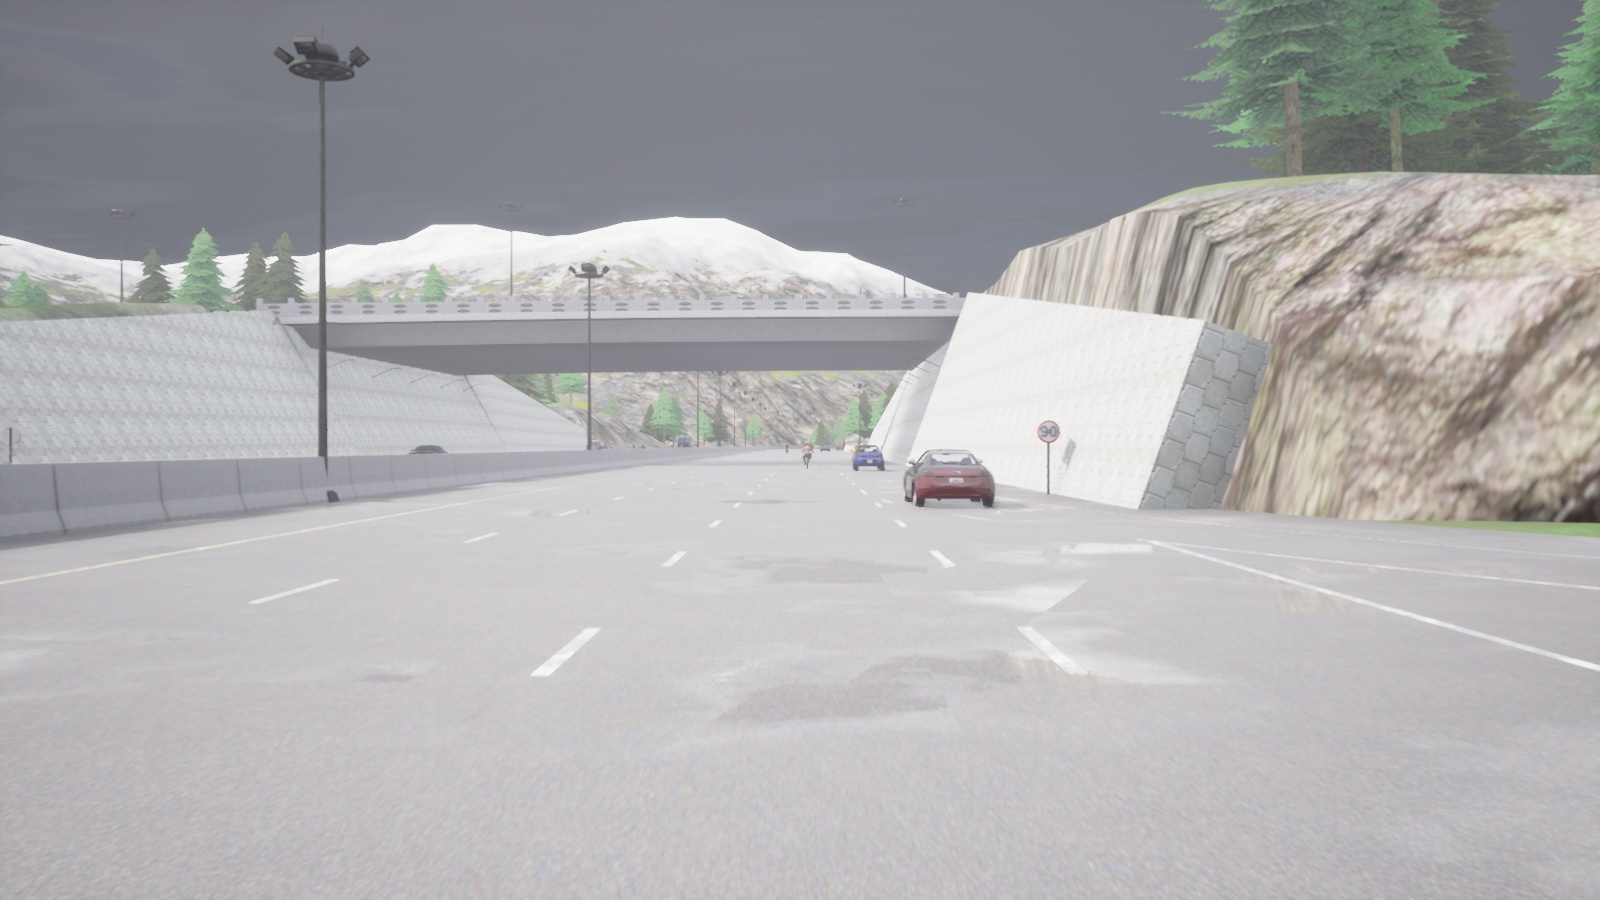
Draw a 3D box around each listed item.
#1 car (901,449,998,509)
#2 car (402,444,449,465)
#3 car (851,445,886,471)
[{"bbox_3d":[3.696,0.680,31.743,1.994,1.385,4.181,0,0,0],"label":"car"},{"bbox_3d":[-27.459,0.315,92.193,1.882,1.535,5.008,0,0,0],"label":"car"},{"bbox_3d":[3.931,0.457,72.921,1.816,1.474,4.193,0,0,0],"label":"car"}]
